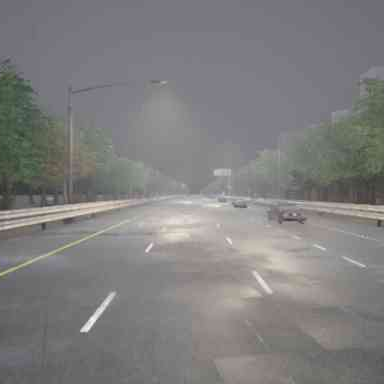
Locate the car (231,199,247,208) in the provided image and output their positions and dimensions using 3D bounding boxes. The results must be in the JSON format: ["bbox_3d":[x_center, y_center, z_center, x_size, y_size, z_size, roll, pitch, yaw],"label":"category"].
[{"bbox_3d":[7.145,1.757,51.043,1.994,1.385,4.181,0,0,0],"label":"car"}]

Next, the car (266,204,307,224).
[{"bbox_3d":[7.035,1.624,25.245,2.033,1.411,5.357,0,0,0],"label":"car"}]

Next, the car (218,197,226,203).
[{"bbox_3d":[7.368,1.859,81.670,1.812,1.442,4.674,0,0,1],"label":"car"}]
